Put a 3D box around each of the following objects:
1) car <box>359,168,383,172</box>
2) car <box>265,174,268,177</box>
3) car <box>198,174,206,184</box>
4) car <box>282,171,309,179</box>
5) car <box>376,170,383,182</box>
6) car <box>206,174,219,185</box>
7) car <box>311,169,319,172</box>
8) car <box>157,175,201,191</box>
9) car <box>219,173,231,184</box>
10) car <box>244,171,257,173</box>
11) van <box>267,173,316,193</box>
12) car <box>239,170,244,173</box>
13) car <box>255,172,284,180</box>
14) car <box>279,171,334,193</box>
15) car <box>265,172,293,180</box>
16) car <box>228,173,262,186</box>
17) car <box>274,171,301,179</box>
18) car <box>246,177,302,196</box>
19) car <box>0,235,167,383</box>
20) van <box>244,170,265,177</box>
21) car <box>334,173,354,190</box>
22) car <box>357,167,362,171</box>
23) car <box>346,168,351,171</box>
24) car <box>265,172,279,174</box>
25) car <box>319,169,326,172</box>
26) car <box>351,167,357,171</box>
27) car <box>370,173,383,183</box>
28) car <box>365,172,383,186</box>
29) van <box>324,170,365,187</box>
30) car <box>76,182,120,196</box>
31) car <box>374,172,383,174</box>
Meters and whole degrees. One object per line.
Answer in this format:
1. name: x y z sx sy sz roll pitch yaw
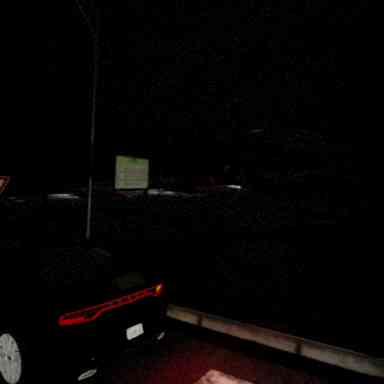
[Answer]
1. car: 30.209 -2.352 53.416 5.566 2.045 2.435 4 7 31
2. car: 12.781 -1.316 45.594 1.882 1.535 5.008 -4 6 -29
3. car: -0.868 -1.703 50.441 4.792 1.488 2.163 2 5 30
4. car: 21.589 -3.611 69.338 4.892 1.521 2.231 2 6 30
5. car: 34.857 -2.733 57.221 5.566 2.045 2.435 4 7 30
6. car: 1.376 -2.046 52.323 4.553 1.767 2.185 2 6 30
7. car: 23.840 -3.798 71.209 4.892 1.521 2.231 2 6 30
8. car: -1.620 -1.025 43.143 5.008 1.535 1.882 -5 7 -40
9. car: 3.576 -2.082 54.267 4.792 1.488 2.163 2 6 30
10. car: 8.099 -2.489 58.053 5.008 1.535 2.097 2 5 30
11. van: 11.498 -0.823 38.450 4.442 1.987 1.878 4 7 31
12. car: 5.876 -2.424 56.121 4.553 1.767 2.185 2 6 30
13. car: 14.836 -3.052 63.712 5.008 1.535 2.097 2 5 30
14. car: 13.721 -1.043 40.370 5.566 2.045 2.435 4 7 32
15. car: 17.113 -3.208 65.573 4.792 1.488 2.163 2 5 30
16. car: 8.180 -1.717 50.935 4.181 1.385 1.994 -4 7 -36
17. car: 19.332 -3.427 67.472 5.008 1.535 2.097 2 5 30
18. car: 9.043 -0.420 36.684 5.008 1.535 2.097 4 7 31
19. car: -2.672 1.448 5.358 5.008 1.535 1.882 1 1 36
20. van: 10.246 -2.905 59.977 4.442 1.987 1.878 2 6 30
21. car: 18.427 -1.291 44.099 4.553 1.767 2.185 4 7 31
22. car: 39.471 -5.020 84.387 5.366 1.575 1.946 2 5 30
23. car: 35.116 -4.692 80.559 5.008 1.535 2.097 2 6 30
24. car: 12.757 -2.861 61.730 5.366 1.575 1.946 2 5 30
25. car: 26.092 -3.986 73.084 5.008 1.535 2.097 2 6 30
26. car: 37.365 -4.853 82.433 5.008 1.535 2.097 2 5 30
27. car: 32.514 -2.293 55.357 4.892 1.521 2.231 4 7 30
28. car: 25.504 -1.723 49.679 4.892 1.521 2.231 4 7 31
29. van: 20.906 -1.568 45.871 4.442 1.987 1.878 4 7 31
30. car: -10.096 -0.351 36.018 4.674 1.442 1.812 -3 6 -39
31. car: 27.866 -1.883 51.555 4.792 1.488 2.163 4 7 31
